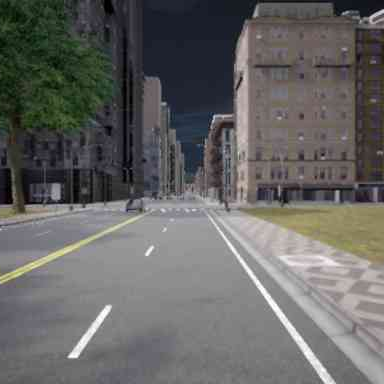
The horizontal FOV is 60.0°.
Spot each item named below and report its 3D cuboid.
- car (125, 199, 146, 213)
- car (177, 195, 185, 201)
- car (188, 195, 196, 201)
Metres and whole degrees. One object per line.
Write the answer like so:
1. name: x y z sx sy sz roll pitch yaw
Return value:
1. car: -6.517 1.567 38.839 1.837 1.490 4.892 0 -1 0
2. car: -3.267 1.618 91.221 2.033 1.411 5.357 0 0 0
3. car: -0.017 1.669 92.055 1.994 1.385 4.181 0 0 0
